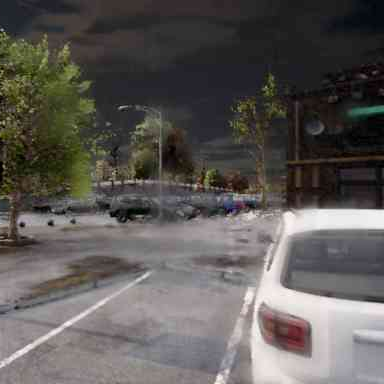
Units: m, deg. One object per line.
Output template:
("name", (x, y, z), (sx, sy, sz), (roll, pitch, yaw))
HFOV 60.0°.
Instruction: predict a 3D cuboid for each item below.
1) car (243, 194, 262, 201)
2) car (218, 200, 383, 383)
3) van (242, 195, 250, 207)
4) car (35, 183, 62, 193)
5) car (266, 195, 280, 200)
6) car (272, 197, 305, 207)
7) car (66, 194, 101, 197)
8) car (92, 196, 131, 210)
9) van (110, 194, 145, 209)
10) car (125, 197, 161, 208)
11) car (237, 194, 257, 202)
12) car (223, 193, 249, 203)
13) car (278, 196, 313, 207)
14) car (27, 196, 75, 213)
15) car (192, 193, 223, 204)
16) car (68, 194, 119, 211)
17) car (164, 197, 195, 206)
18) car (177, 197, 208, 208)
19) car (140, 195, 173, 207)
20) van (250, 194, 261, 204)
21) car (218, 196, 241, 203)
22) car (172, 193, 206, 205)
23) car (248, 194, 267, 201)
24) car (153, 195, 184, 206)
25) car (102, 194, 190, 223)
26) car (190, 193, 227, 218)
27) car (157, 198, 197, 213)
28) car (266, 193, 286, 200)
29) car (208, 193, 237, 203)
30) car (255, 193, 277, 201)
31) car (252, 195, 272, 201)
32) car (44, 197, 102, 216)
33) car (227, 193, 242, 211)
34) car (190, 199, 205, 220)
("car", (14.807, 1.403, 81.642), (4.553, 1.767, 2.185), (-1, -1, 14))
("car", (2.105, 1.235, 4.702), (2.435, 2.045, 5.566), (0, -1, 15))
("van", (3.375, 1.283, 34.321), (4.442, 1.987, 1.878), (1, 0, 14))
("car", (-18.855, -0.698, 44.436), (1.812, 1.442, 4.674), (0, 4, 35))
("car", (8.235, 1.511, 41.690), (4.892, 1.521, 2.231), (1, 0, 14))
("car", (14.852, 1.541, 51.492), (4.792, 1.488, 2.163), (1, 1, 14))
("car", (-14.021, 1.269, 39.101), (5.566, 2.045, 2.435), (-1, 0, 14))
("car", (-10.631, 1.397, 44.122), (4.553, 1.767, 2.185), (-1, -1, 14))
("van", (-9.020, 1.299, 46.634), (4.442, 1.987, 1.878), (-1, 0, 14))
("car", (-7.213, 1.525, 49.115), (4.892, 1.521, 2.231), (-1, -1, 14))
("car", (13.114, 1.403, 79.133), (4.553, 1.767, 2.185), (-1, -1, 14))
("car", (9.777, 1.276, 74.123), (5.566, 2.045, 2.435), (-1, -1, 14))
("car", (16.721, 1.511, 53.905), (5.366, 1.575, 1.946), (1, 0, 14))
("car", (-15.714, 1.548, 36.595), (4.792, 1.488, 2.163), (-1, 0, 14))
("car", (2.995, 1.275, 64.108), (5.566, 2.045, 2.435), (-1, -1, 14))
("car", (-12.270, 1.269, 41.611), (5.566, 2.045, 2.435), (-1, -1, 14))
("car", (-2.089, 1.555, 56.604), (4.792, 1.488, 2.163), (-1, -1, 14))
("car", (0.165, 1.538, 49.388), (2.128, 1.511, 4.902), (0, 0, 34))
("car", (-5.482, 1.399, 51.591), (4.553, 1.767, 2.185), (-1, 0, 14))
("van", (5.036, 1.284, 36.770), (4.442, 1.987, 1.878), (1, 0, 14))
("car", (8.086, 1.556, 71.617), (4.792, 1.488, 2.163), (-1, -1, 14))
("car", (-0.456, 1.275, 59.123), (5.566, 2.045, 2.435), (-1, 0, 14))
("car", (16.562, 1.402, 84.123), (4.553, 1.767, 2.185), (-1, 0, 14))
("car", (-3.789, 1.399, 54.103), (4.553, 1.767, 2.185), (-1, 0, 14))
("car", (-3.353, 1.252, 24.553), (5.566, 2.045, 2.435), (1, 0, 14))
("car", (-0.089, 1.254, 29.449), (5.566, 2.045, 2.435), (1, 1, 14))
("car", (-1.594, 1.503, 37.703), (1.882, 1.535, 5.008), (0, 0, 34))
("car", (9.930, 1.386, 44.135), (4.553, 1.767, 2.185), (1, 1, 14))
("car", (6.327, 1.276, 69.132), (5.566, 2.045, 2.435), (-1, 0, 14))
("car", (19.895, 1.278, 89.134), (5.566, 2.045, 2.435), (-1, 0, 14))
("car", (18.225, 1.530, 86.637), (4.892, 1.521, 2.231), (-1, -1, 14))
("car", (-11.391, 1.531, 32.508), (1.837, 1.490, 4.892), (0, 0, 34))
("car", (1.573, 1.255, 31.897), (5.566, 2.045, 2.435), (1, 1, 14))
("car", (-1.750, 1.533, 26.991), (4.792, 1.488, 2.163), (1, 1, 14))
